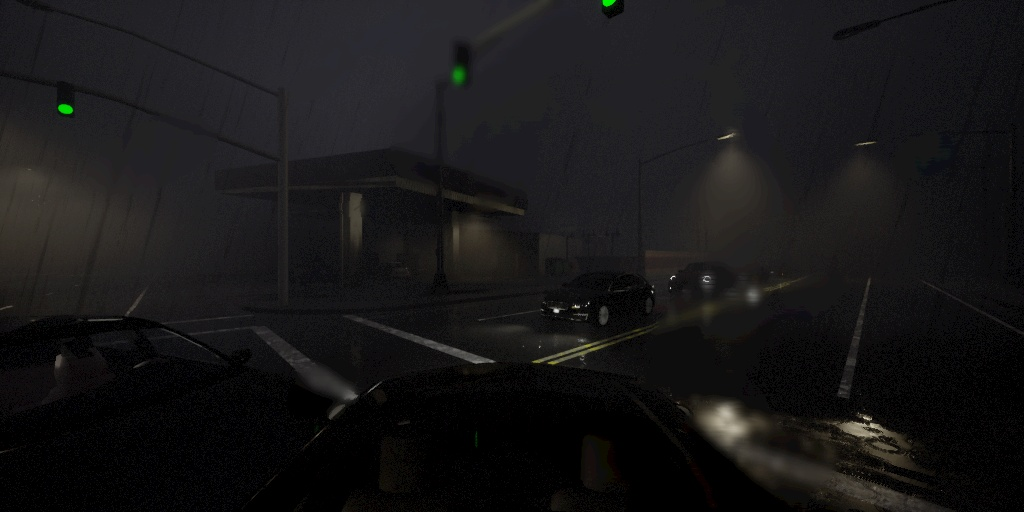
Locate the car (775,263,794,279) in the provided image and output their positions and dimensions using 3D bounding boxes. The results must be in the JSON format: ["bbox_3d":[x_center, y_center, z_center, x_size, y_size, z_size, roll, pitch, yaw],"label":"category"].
[{"bbox_3d":[23.916,1.314,32.280,4.181,1.385,1.994,0,0,-44],"label":"car"}]

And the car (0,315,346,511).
[{"bbox_3d":[-3.410,1.242,2.566,4.902,1.511,2.128,0,0,15],"label":"car"}]

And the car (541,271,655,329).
[{"bbox_3d":[2.930,1.255,11.557,1.837,1.490,4.892,0,0,45],"label":"car"}]

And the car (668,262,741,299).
[{"bbox_3d":[9.797,1.102,18.374,4.553,1.767,2.097,0,0,-45],"label":"car"}]

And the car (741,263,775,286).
[{"bbox_3d":[16.753,1.314,25.256,1.994,1.385,4.181,0,0,44],"label":"car"}]
